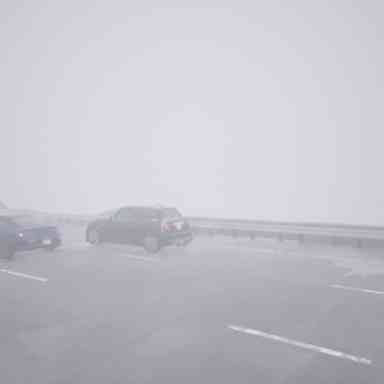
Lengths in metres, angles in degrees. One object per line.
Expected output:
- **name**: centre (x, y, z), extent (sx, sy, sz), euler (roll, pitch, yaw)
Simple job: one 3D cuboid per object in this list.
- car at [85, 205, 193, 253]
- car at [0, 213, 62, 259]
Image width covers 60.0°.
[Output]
- **car**: centre (-2.274, 1.332, 13.716), extent (4.553, 1.767, 2.097), euler (0, 0, 33)
- **car**: centre (-6.872, 1.514, 12.453), extent (4.674, 1.442, 1.812), euler (0, 0, 31)
